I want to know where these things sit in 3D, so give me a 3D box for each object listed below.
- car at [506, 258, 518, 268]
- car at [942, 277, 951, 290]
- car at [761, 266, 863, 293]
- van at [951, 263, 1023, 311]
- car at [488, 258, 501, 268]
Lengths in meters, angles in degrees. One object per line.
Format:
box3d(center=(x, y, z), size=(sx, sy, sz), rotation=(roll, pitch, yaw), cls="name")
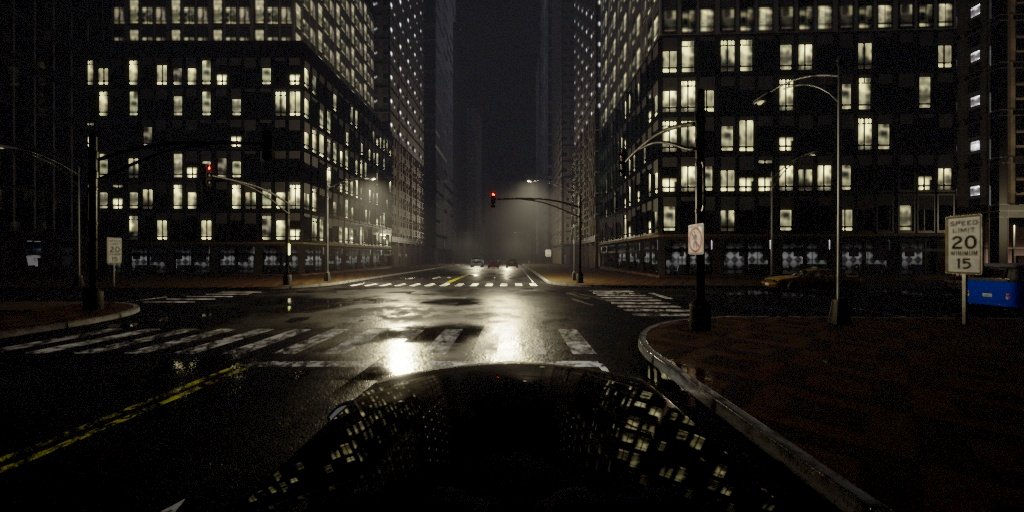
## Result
box3d(center=(0.014, 1.212, 63.536), size=(2.097, 1.767, 4.553), rotation=(0, 0, 0), cls="car")
box3d(center=(26.926, 1.356, 20.075), size=(4.207, 1.307, 1.802), rotation=(0, 0, 2), cls="car")
box3d(center=(17.092, 1.293, 20.562), size=(4.829, 1.417, 1.751), rotation=(0, 0, 2), cls="car")
box3d(center=(18.361, 1.119, 12.390), size=(3.998, 1.789, 1.690), rotation=(0, 0, 2), cls="van")
box3d(center=(-3.237, 1.460, 63.180), size=(1.895, 1.301, 4.718), rotation=(0, 0, 0), cls="car")
